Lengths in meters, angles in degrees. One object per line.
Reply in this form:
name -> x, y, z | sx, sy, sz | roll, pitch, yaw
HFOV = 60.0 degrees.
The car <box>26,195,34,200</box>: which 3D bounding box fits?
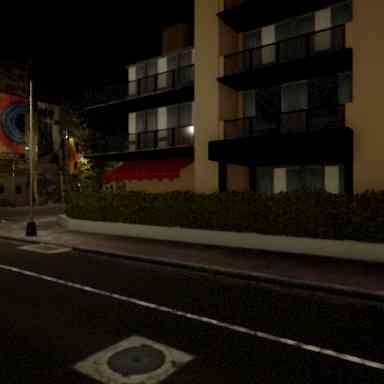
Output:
car -> -36.000, 1.451, 71.576 | 4.892, 1.521, 2.231 | 0, 0, 35
